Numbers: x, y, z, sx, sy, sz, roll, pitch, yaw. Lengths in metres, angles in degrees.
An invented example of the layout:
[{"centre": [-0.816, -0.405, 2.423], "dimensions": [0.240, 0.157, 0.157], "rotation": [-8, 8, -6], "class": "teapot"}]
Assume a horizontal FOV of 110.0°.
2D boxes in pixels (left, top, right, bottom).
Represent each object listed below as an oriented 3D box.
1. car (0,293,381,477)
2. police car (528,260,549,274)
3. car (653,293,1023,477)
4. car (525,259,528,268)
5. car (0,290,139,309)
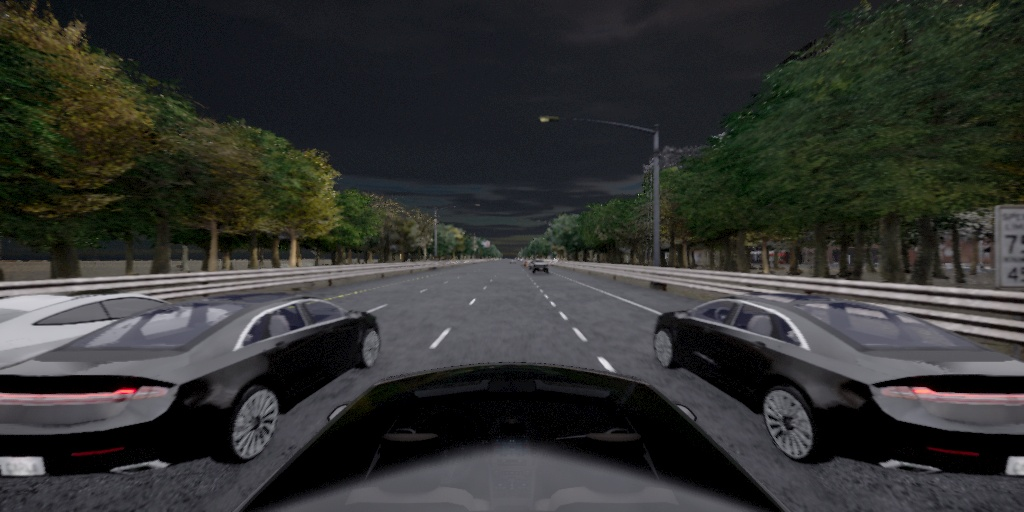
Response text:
[{"centre": [-3.402, 1.252, 4.917], "dimensions": [2.128, 1.511, 4.902], "rotation": [0, 0, 0], "class": "car"}, {"centre": [3.490, 1.340, 45.252], "dimensions": [1.930, 1.638, 5.238], "rotation": [0, 0, 0], "class": "police car"}, {"centre": [3.597, 1.253, 4.924], "dimensions": [2.128, 1.511, 4.902], "rotation": [0, 0, 0], "class": "car"}, {"centre": [3.507, 1.468, 56.128], "dimensions": [1.837, 1.490, 4.892], "rotation": [0, 0, 0], "class": "car"}, {"centre": [-6.902, 1.289, 5.924], "dimensions": [1.812, 1.442, 4.674], "rotation": [0, 0, 0], "class": "car"}]
